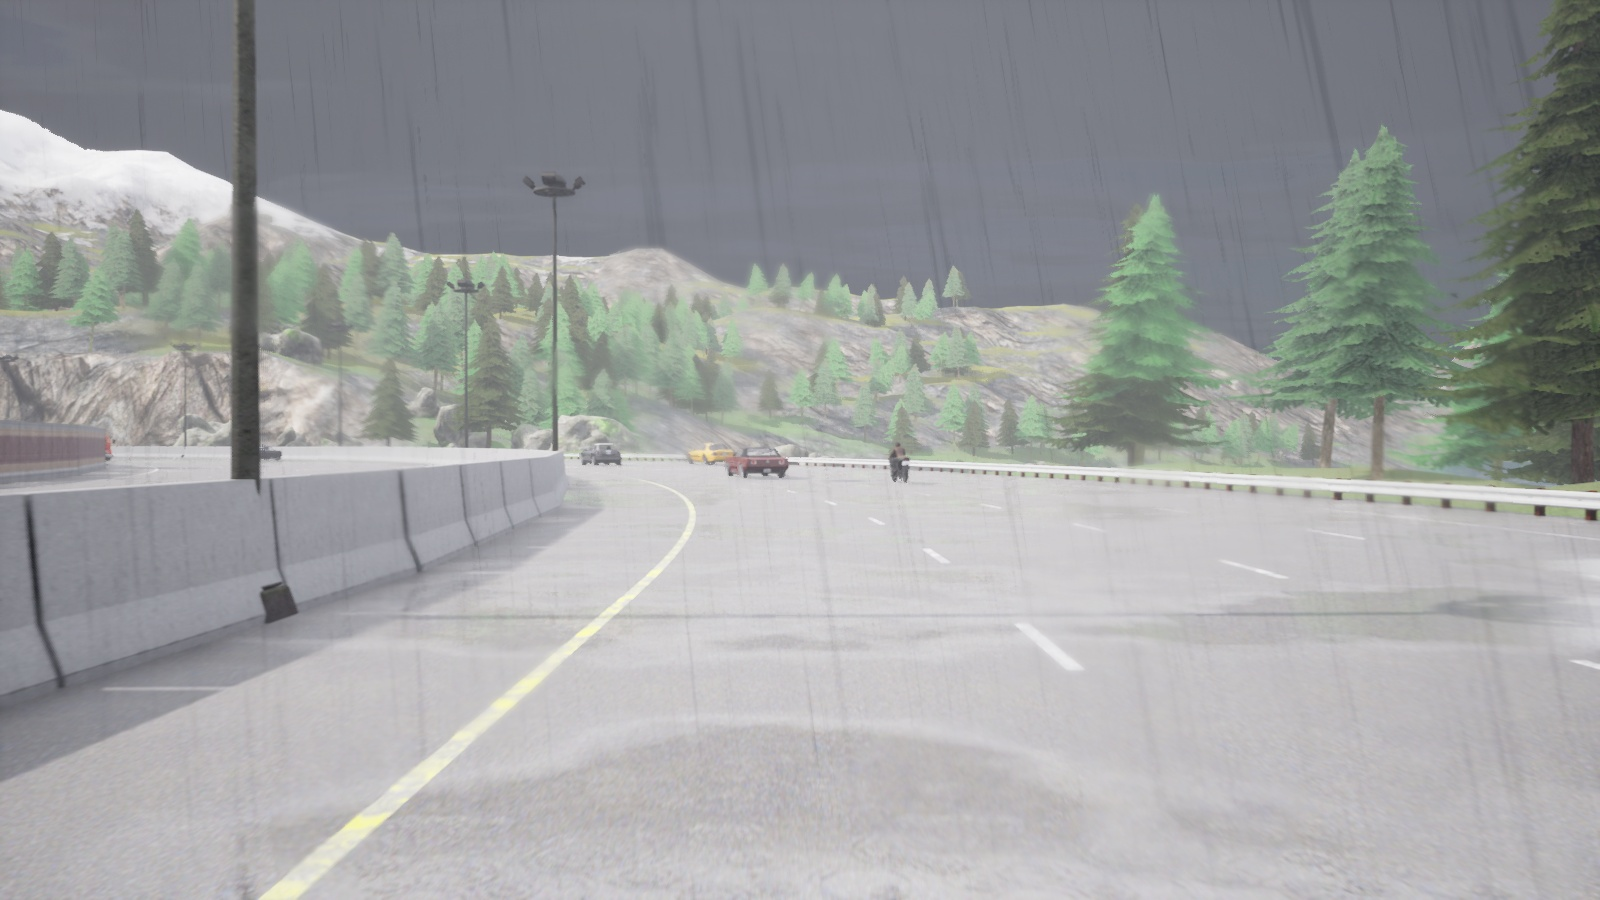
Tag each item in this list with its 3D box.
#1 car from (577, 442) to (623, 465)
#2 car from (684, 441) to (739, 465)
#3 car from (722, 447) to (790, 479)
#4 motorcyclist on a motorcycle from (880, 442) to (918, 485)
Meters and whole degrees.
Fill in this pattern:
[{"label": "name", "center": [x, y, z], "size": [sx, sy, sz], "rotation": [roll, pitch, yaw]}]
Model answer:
[{"label": "car", "center": [-13.342, 0.230, 83.568], "size": [1.970, 1.475, 3.806], "rotation": [0, 0, -27]}, {"label": "car", "center": [-6.008, 0.204, 84.570], "size": [1.801, 1.575, 5.366], "rotation": [0, 0, -26]}, {"label": "car", "center": [-1.962, 0.540, 54.219], "size": [1.895, 1.301, 4.718], "rotation": [0, 0, -15]}, {"label": "motorcyclist on a motorcycle", "center": [3.628, 0.471, 46.119], "size": [0.797, 1.523, 2.044], "rotation": [-1, 0, -12]}]
